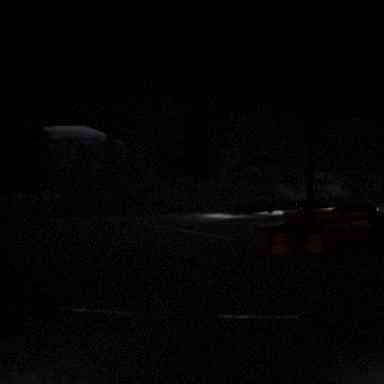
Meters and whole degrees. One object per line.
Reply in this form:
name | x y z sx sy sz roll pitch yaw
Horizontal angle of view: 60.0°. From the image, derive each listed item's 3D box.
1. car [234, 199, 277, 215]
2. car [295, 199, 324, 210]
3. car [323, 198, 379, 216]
car | 6.579 1.464 34.352 5.008 1.535 1.882 0 0 -35
car | 14.502 1.554 39.918 4.718 1.301 1.895 0 0 -35
car | 12.636 1.492 25.775 4.892 1.490 1.837 0 0 -35
